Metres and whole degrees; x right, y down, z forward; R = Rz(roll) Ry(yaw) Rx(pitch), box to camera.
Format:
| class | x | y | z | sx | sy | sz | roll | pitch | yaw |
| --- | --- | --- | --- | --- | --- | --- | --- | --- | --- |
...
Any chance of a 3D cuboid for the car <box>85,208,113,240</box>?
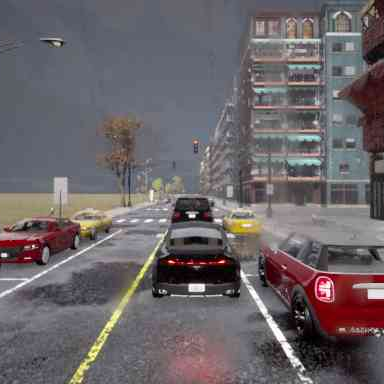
| class | x | y | z | sx | sy | sz | roll | pitch | yaw |
| --- | --- | --- | --- | --- | --- | --- | --- | --- | --- |
| car | -5.325 | 1.530 | 17.039 | 1.752 | 1.417 | 4.829 | 1 | 0 | 0 |

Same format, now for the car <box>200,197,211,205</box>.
| class | x | y | z | sx | sy | sz | roll | pitch | yaw |
| --- | --- | --- | --- | --- | --- | --- | --- | --- | --- |
| car | 2.505 | 1.599 | 61.481 | 1.802 | 1.307 | 4.206 | 1 | 0 | 0 |

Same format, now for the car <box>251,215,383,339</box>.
| class | x | y | z | sx | sy | sz | roll | pitch | yaw |
| --- | --- | --- | --- | --- | --- | --- | --- | --- | --- |
| car | 2.568 | 1.442 | 6.555 | 1.967 | 1.590 | 4.097 | 1 | 0 | 0 |

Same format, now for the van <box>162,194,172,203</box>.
| class | x | y | z | sx | sy | sz | roll | pitch | yaw |
| --- | --- | --- | --- | --- | --- | --- | --- | --- | --- |
| van | -5.384 | 1.362 | 72.304 | 1.690 | 1.788 | 3.998 | 1 | 0 | 0 |

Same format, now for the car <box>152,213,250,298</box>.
| class | x | y | z | sx | sy | sz | roll | pitch | yaw |
| --- | --- | --- | --- | --- | --- | --- | --- | --- | --- |
| car | 0.090 | 1.507 | 8.513 | 1.837 | 1.490 | 4.892 | 0 | 0 | 0 |

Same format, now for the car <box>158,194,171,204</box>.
| class | x | y | z | sx | sy | sz | roll | pitch | yaw |
| --- | --- | --- | --- | --- | --- | --- | --- | --- | --- |
| car | -5.378 | 1.334 | 66.650 | 2.192 | 1.841 | 5.009 | 1 | 0 | 0 |

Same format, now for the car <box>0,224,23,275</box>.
| class | x | y | z | sx | sy | sz | roll | pitch | yaw |
| --- | --- | --- | --- | --- | --- | --- | --- | --- | --- |
| car | -5.313 | 1.552 | 6.136 | 2.008 | 1.369 | 4.403 | 1 | 0 | 0 |

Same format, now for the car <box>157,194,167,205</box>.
| class | x | y | z | sx | sy | sz | roll | pitch | yaw |
| --- | --- | --- | --- | --- | --- | --- | --- | --- | --- |
| car | -5.373 | 1.457 | 60.995 | 1.967 | 1.590 | 4.097 | 1 | 0 | 0 |

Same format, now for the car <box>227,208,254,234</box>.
| class | x | y | z | sx | sy | sz | roll | pitch | yaw |
| --- | --- | --- | --- | --- | --- | --- | --- | --- | --- |
| car | 2.554 | 1.530 | 17.815 | 1.752 | 1.417 | 4.829 | 1 | 0 | 0 |

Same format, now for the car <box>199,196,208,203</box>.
| class | x | y | z | sx | sy | sz | roll | pitch | yaw |
| --- | --- | --- | --- | --- | --- | --- | --- | --- | --- |
| car | 2.493 | 1.587 | 72.803 | 1.947 | 1.339 | 4.313 | 1 | 0 | 0 |

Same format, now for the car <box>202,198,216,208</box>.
| class | x | y | z | sx | sy | sz | roll | pitch | yaw |
| --- | --- | --- | --- | --- | --- | --- | --- | --- | --- |
| car | 2.518 | 1.565 | 50.159 | 2.008 | 1.369 | 4.403 | 1 | 0 | 0 |

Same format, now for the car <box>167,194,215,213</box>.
| class | x | y | z | sx | sy | sz | roll | pitch | yaw |
| --- | --- | --- | --- | --- | --- | --- | --- | --- | --- |
| car | 0.060 | 1.226 | 18.367 | 2.150 | 2.045 | 5.566 | 0 | 0 | 1 |

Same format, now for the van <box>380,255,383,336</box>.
| class | x | y | z | sx | sy | sz | roll | pitch | yaw |
| --- | --- | --- | --- | --- | --- | --- | --- | --- | --- |
| van | 2.575 | 1.341 | 1.010 | 1.690 | 1.788 | 3.998 | 1 | 0 | 0 |

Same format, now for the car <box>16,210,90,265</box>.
| class | x | y | z | sx | sy | sz | roll | pitch | yaw |
| --- | --- | --- | --- | --- | --- | --- | --- | --- | --- |
| car | -5.319 | 1.548 | 11.673 | 1.887 | 1.381 | 4.507 | 1 | 0 | 0 |

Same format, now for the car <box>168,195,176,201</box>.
| class | x | y | z | sx | sy | sz | roll | pitch | yaw |
| --- | --- | --- | --- | --- | --- | --- | --- | --- | --- |
| car | -5.406 | 1.609 | 89.266 | 1.802 | 1.307 | 4.206 | 1 | 0 | 0 |

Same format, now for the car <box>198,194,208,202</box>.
| class | x | y | z | sx | sy | sz | roll | pitch | yaw |
| --- | --- | --- | --- | --- | --- | --- | --- | --- | --- |
| car | 2.489 | 1.338 | 78.464 | 2.192 | 1.841 | 5.009 | 1 | 0 | 0 |

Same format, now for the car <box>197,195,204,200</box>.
| class | x | y | z | sx | sy | sz | roll | pitch | yaw |
| --- | --- | --- | --- | --- | --- | --- | --- | --- | --- |
| car | 2.468 | 1.555 | 95.617 | 1.752 | 1.417 | 4.829 | 1 | 0 | 0 |

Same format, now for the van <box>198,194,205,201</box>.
| class | x | y | z | sx | sy | sz | roll | pitch | yaw |
| --- | --- | --- | --- | --- | --- | --- | --- | --- | --- |
| van | 2.476 | 1.368 | 89.786 | 1.690 | 1.788 | 3.998 | 1 | 0 | 0 |
